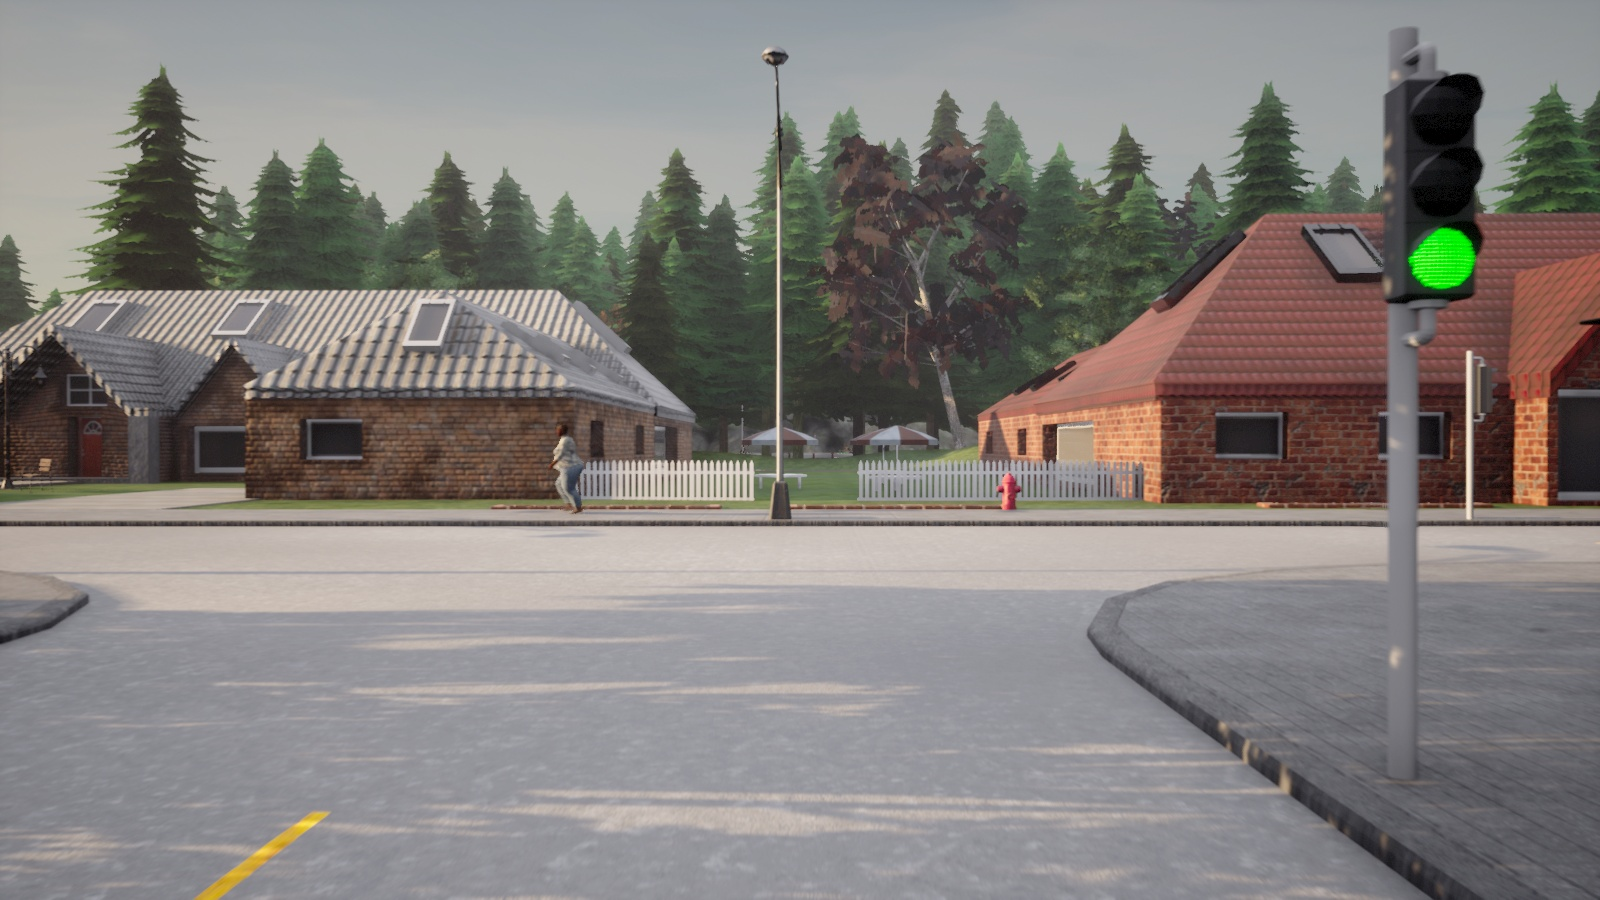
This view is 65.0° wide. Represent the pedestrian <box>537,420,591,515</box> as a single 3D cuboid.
[{"bbox_3d":[-4.697,0.347,25.045,0.900,1.855,0.874,0,0,0],"label":"pedestrian"}]
